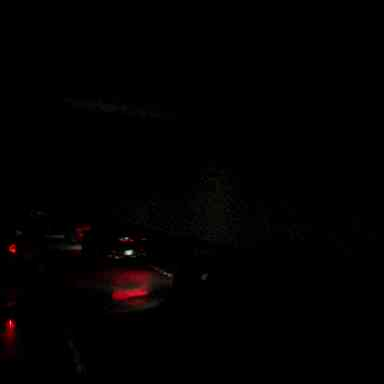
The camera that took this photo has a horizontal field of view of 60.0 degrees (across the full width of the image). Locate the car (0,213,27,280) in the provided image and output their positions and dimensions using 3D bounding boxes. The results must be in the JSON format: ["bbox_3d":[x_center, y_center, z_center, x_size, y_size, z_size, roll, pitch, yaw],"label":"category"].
[{"bbox_3d":[-6.600,1.665,10.590,2.097,1.767,4.553,2,-2,-28],"label":"car"}]

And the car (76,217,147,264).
[{"bbox_3d":[-3.381,1.967,13.965,1.837,1.490,4.892,2,-2,-28],"label":"car"}]

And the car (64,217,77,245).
[{"bbox_3d":[-6.212,2.144,19.252,1.812,1.442,4.674,2,-2,-28],"label":"car"}]

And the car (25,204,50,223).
[{"bbox_3d":[-17.238,2.362,37.480,2.150,2.045,5.566,2,-2,-27],"label":"car"}]

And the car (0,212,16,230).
[{"bbox_3d":[-16.450,2.455,28.939,1.895,1.301,4.718,2,-2,-28],"label":"car"}]

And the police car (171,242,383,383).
[{"bbox_3d":[1.288,1.630,5.252,1.930,1.638,5.238,2,-2,-28],"label":"police car"}]
